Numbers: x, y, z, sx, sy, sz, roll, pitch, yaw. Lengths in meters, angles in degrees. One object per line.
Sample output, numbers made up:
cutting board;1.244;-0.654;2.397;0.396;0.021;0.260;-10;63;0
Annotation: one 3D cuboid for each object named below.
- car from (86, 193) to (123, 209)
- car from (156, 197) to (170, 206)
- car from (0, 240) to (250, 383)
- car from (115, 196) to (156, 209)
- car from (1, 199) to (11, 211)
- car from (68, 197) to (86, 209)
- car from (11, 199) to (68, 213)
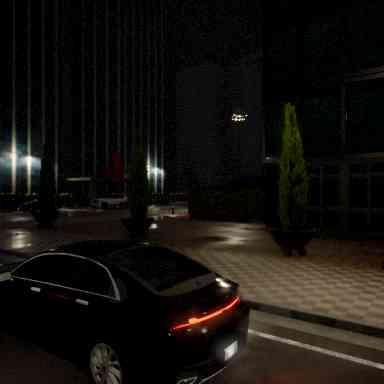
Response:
car;-11.304;1.221;45.746;2.150;2.045;5.566;0;0;35
car;-5.503;1.564;53.974;1.994;1.385;4.181;0;0;35
car;-1.536;1.505;5.101;4.892;1.490;1.837;0;0;36
car;-7.523;1.601;44.691;1.895;1.301;4.718;0;0;35
car;-21.052;1.547;37.962;2.033;1.411;5.357;0;0;35
car;-15.402;1.504;46.003;1.837;1.490;4.892;0;0;35
car;-17.104;1.491;37.498;2.128;1.511;4.902;0;0;35
